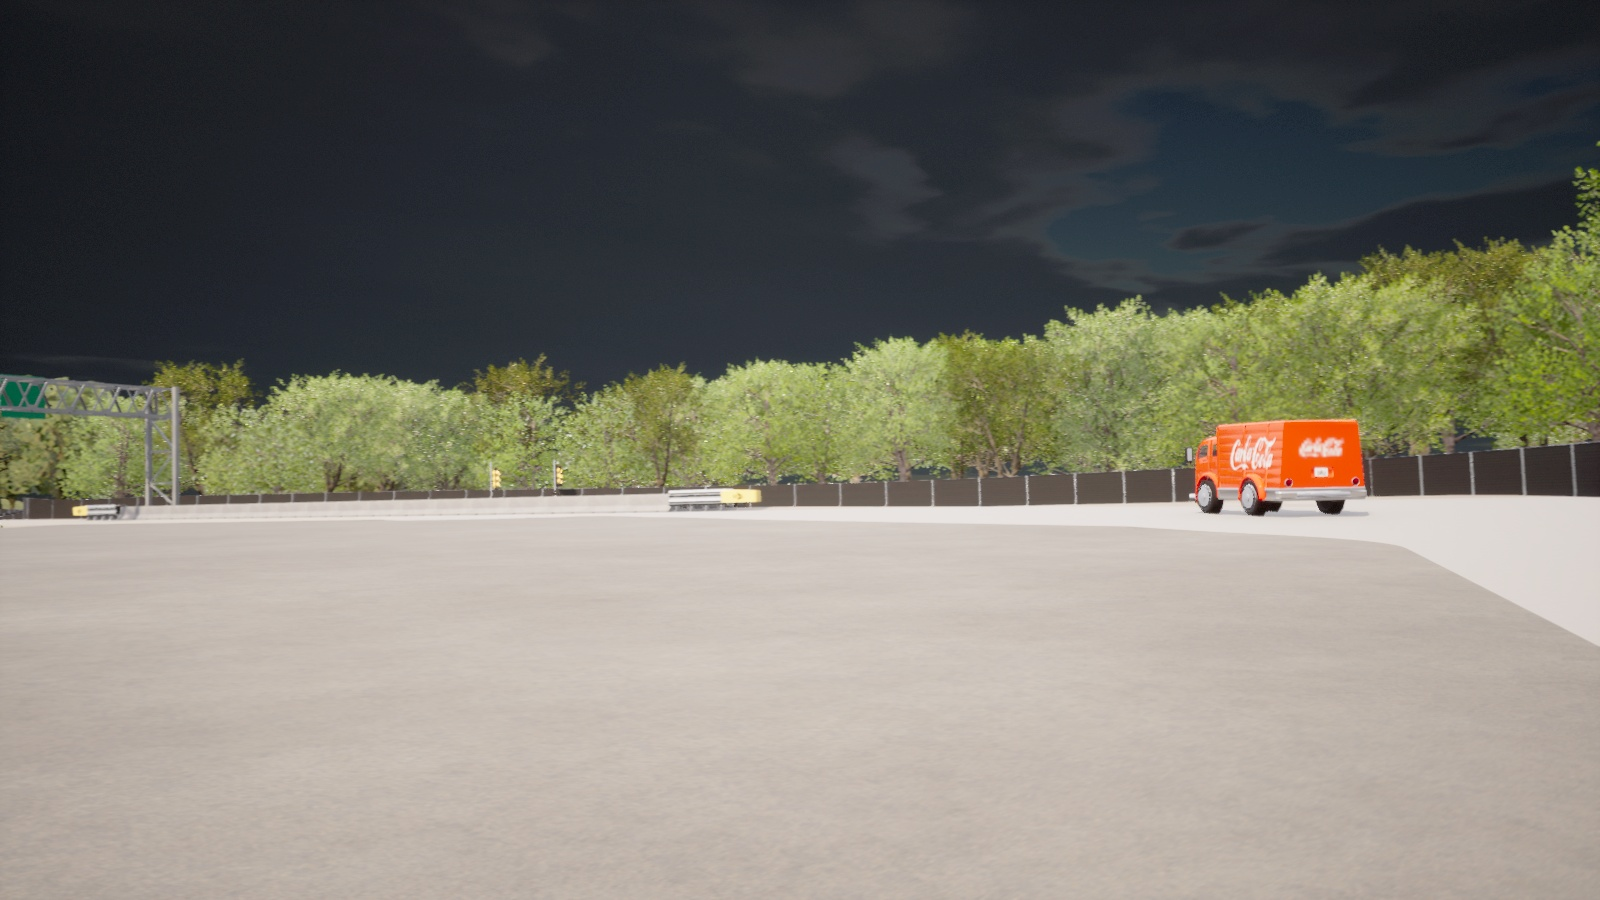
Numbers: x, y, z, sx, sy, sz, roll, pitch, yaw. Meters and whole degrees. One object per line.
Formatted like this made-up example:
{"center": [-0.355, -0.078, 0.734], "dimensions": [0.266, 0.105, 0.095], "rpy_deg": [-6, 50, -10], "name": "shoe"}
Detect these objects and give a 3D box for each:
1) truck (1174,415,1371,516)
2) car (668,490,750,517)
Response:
{"center": [12.563, 0.448, 33.873], "dimensions": [2.627, 2.467, 5.204], "rpy_deg": [-1, -1, -10], "name": "truck"}
{"center": [-5.534, 3.239, 76.289], "dimensions": [4.514, 1.525, 2.007], "rpy_deg": [-2, -3, 22], "name": "car"}
